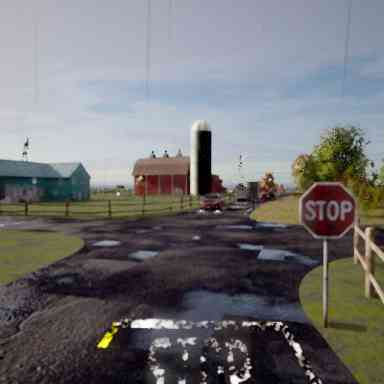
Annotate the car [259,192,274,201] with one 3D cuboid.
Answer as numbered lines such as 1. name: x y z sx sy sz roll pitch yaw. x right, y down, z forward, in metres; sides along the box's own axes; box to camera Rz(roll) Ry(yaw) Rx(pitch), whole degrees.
1. car: 14.145 0.974 64.244 1.812 1.442 4.674 0 1 19

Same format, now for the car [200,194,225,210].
1. car: 2.314 1.021 37.114 2.097 1.767 4.553 0 1 15

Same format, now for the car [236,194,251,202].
1. car: 9.041 1.037 57.963 2.033 1.411 5.357 0 1 19

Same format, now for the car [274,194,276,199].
1. car: 17.409 0.730 73.702 1.837 1.490 4.892 0 0 19
